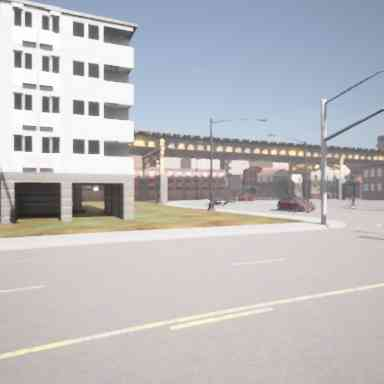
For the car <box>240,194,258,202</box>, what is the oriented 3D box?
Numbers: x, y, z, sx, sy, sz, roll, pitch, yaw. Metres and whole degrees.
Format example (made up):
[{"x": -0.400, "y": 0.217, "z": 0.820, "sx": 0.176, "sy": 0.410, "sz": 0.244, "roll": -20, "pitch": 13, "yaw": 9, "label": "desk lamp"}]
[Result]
[{"x": 12.451, "y": 1.266, "z": 75.702, "sx": 2.097, "sy": 1.767, "sz": 4.553, "roll": 0, "pitch": 0, "yaw": 41, "label": "car"}]

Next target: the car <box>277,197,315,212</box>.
[{"x": 11.550, "y": 1.301, "z": 37.172, "sx": 2.097, "sy": 1.767, "sz": 4.553, "roll": 0, "pitch": 0, "yaw": -25, "label": "car"}]

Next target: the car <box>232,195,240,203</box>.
[{"x": 7.739, "y": 1.420, "z": 66.487, "sx": 2.128, "sy": 1.511, "sz": 4.902, "roll": 0, "pitch": 0, "yaw": 12, "label": "car"}]

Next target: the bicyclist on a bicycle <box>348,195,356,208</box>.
[{"x": 20.820, "y": 1.232, "z": 43.265, "sx": 1.656, "sy": 1.620, "sz": 0.582, "roll": 0, "pitch": 0, "yaw": -25, "label": "bicyclist on a bicycle"}]

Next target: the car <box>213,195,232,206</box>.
[{"x": 4.257, "y": 1.436, "z": 54.016, "sx": 2.128, "sy": 1.511, "sz": 4.902, "roll": 0, "pitch": 0, "yaw": -14, "label": "car"}]
